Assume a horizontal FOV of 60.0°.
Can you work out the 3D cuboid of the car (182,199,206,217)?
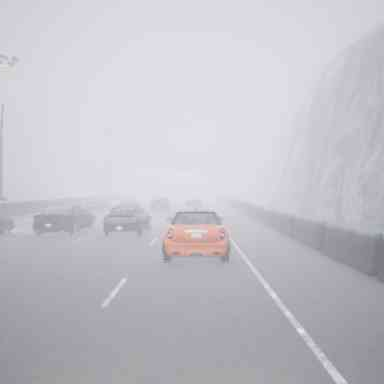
[{"bbox_3d":[0.188,1.381,30.415,2.033,1.411,5.357,0,1,0],"label":"car"}]

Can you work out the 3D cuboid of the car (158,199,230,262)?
[{"bbox_3d":[0.134,1.325,12.124,2.097,1.767,4.553,0,0,0],"label":"car"}]

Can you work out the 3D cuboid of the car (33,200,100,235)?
[{"bbox_3d":[-6.848,1.416,18.323,1.882,1.535,5.008,0,0,0],"label":"car"}]

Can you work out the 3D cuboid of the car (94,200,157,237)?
[{"bbox_3d":[-3.349,1.434,17.773,2.128,1.511,4.902,0,0,0],"label":"car"}]

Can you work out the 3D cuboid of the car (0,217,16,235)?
[{"bbox_3d":[-10.356,1.504,15.308,2.033,1.411,5.357,0,0,0],"label":"car"}]

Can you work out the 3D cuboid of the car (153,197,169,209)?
[{"bbox_3d":[-3.296,1.259,35.756,2.128,1.511,4.902,0,1,0],"label":"car"}]

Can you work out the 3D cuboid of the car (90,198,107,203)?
[{"bbox_3d":[-10.295,1.324,36.242,1.994,1.385,4.181,0,1,0],"label":"car"}]

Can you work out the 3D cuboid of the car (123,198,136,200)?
[{"bbox_3d":[-6.795,1.325,36.241,1.994,1.385,4.181,0,1,0],"label":"car"}]
